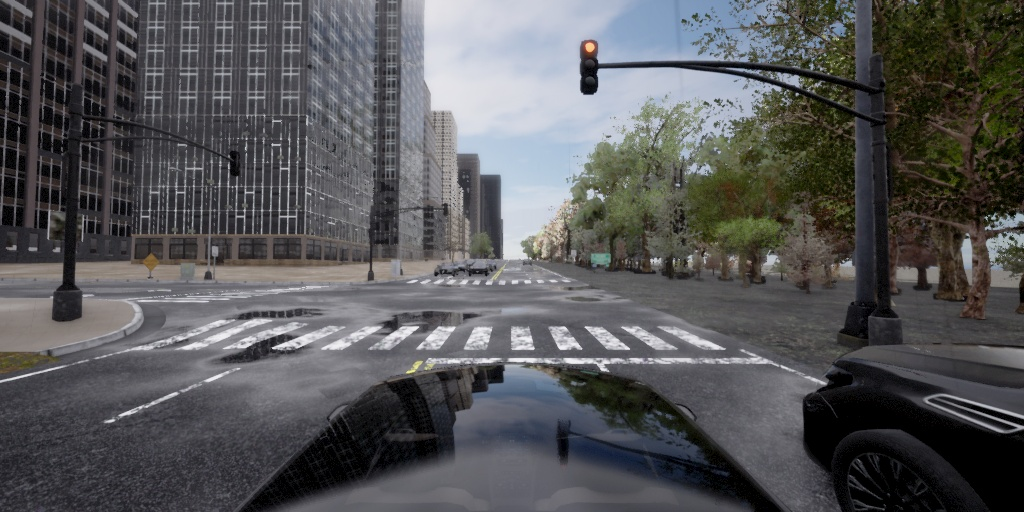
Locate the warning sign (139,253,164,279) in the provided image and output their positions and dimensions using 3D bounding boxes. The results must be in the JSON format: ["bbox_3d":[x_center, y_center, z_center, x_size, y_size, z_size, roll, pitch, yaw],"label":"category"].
[{"bbox_3d":[-26.151,0.734,25.919,1.060,1.860,1.300,0,0,-4],"label":"warning sign"}]

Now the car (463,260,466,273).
[{"bbox_3d":[-6.582,1.326,45.641,2.033,1.411,5.357,0,0,0],"label":"car"}]

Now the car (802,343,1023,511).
[{"bbox_3d":[3.359,0.963,0.419,2.150,2.045,5.566,0,0,0],"label":"car"}]

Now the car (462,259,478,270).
[{"bbox_3d":[-6.565,1.263,55.904,1.882,1.535,5.008,0,0,0],"label":"car"}]

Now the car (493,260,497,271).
[{"bbox_3d":[-3.333,1.380,46.451,1.895,1.301,4.718,0,0,0],"label":"car"}]

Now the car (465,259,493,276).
[{"bbox_3d":[-3.332,1.251,37.112,1.882,1.535,5.008,0,0,0],"label":"car"}]

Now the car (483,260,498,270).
[{"bbox_3d":[-3.325,1.334,56.741,2.033,1.411,5.357,0,0,-1],"label":"car"}]

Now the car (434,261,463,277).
[{"bbox_3d":[-6.582,1.337,36.406,1.994,1.385,4.181,0,0,0],"label":"car"}]
